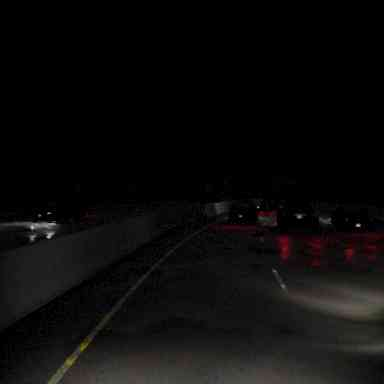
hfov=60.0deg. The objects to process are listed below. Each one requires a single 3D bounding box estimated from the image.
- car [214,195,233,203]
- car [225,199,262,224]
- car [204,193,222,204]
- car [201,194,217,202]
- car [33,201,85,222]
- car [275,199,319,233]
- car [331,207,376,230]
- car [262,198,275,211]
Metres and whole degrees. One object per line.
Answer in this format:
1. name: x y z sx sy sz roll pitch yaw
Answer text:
1. car: 5.303 1.518 50.230 1.812 1.442 4.674 0 0 21
2. car: 3.948 1.478 24.907 1.882 1.535 5.008 0 0 16
3. car: 3.619 1.209 55.686 2.150 2.045 5.566 0 0 21
4. car: 3.348 1.187 65.005 1.994 1.385 4.181 0 0 20
5. car: -10.378 1.464 26.344 1.837 1.490 4.892 0 0 15
6. car: 6.236 1.361 19.883 2.097 1.767 4.553 0 0 13
7. car: 10.138 1.620 21.268 1.895 1.301 4.718 0 0 15
8. car: 9.751 1.501 41.658 2.128 1.511 4.902 0 0 20
